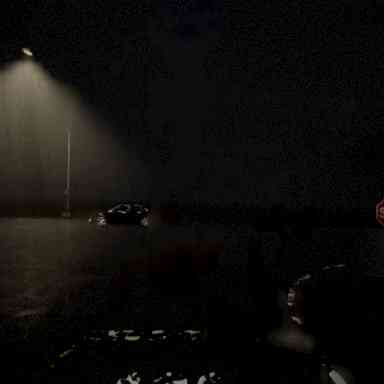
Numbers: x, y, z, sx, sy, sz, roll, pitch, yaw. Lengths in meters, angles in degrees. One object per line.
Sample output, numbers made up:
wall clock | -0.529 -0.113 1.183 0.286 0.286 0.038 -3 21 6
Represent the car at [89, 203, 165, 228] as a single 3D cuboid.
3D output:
car | -4.268 1.506 21.957 4.892 1.490 1.837 1 1 0
